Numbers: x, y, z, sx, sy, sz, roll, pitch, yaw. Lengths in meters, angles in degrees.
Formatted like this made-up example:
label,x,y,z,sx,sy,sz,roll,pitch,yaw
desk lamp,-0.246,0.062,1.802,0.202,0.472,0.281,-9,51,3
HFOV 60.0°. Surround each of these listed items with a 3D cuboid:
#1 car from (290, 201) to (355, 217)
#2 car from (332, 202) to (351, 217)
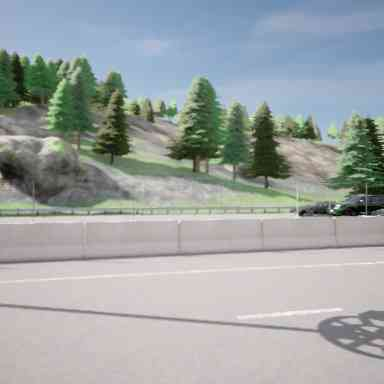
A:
label,x,y,z,sx,sy,sz,roll,pitch,yaw
car,12.159,1.539,31.105,5.357,1.411,2.033,0,0,-8
car,14.265,1.219,27.849,5.566,2.045,2.150,0,0,-7
